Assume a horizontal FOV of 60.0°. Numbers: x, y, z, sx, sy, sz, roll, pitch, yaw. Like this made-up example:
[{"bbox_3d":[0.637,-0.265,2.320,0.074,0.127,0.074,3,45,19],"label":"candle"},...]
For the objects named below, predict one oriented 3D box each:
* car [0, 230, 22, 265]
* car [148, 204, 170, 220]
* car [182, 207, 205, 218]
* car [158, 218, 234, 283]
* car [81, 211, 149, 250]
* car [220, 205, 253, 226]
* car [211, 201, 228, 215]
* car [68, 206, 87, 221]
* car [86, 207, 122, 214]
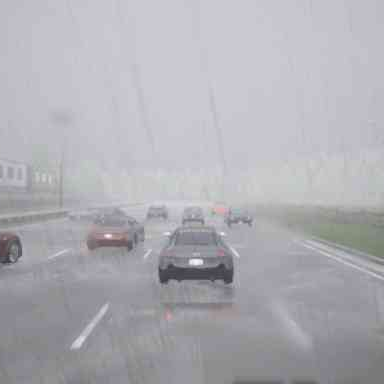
[{"bbox_3d":[-6.898,1.490,9.597,2.097,1.767,4.553,0,-1,0],"label":"car"},{"bbox_3d":[-3.396,1.975,33.743,2.128,1.511,4.902,0,-1,0],"label":"car"},{"bbox_3d":[0.103,1.952,28.177,2.033,1.411,5.357,0,-1,0],"label":"car"},{"bbox_3d":[0.103,1.711,10.129,1.994,1.385,4.181,0,-1,0],"label":"car"},{"bbox_3d":[-3.399,1.787,15.525,1.994,1.385,4.181,0,-1,0],"label":"car"},{"bbox_3d":[3.563,1.983,26.565,1.895,1.301,4.718,0,-1,0],"label":"car"},{"bbox_3d":[3.577,1.971,43.203,2.097,1.767,4.553,0,-1,0],"label":"car"},{"bbox_3d":[-10.397,2.067,32.603,1.895,1.301,4.718,0,-1,0],"label":"car"},{"bbox_3d":[-6.895,1.951,28.189,2.033,1.411,5.357,0,-1,0],"label":"car"}]
